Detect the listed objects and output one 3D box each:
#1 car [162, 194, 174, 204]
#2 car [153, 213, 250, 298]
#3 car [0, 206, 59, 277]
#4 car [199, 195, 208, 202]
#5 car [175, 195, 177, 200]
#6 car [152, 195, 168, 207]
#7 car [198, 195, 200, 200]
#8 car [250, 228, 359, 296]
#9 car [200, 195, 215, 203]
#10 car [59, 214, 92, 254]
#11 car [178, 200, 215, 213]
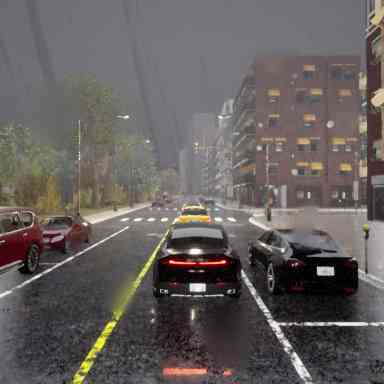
[{"bbox_3d":[-5.196,1.348,62.889,2.192,1.841,5.009,1,0,0],"label":"car"},{"bbox_3d":[0.114,1.507,8.526,1.837,1.490,4.892,0,0,0],"label":"car"},{"bbox_3d":[-5.292,1.317,7.767,2.192,1.841,5.009,1,0,0],"label":"car"},{"bbox_3d":[2.714,1.492,80.743,1.967,1.590,4.097,1,0,0],"label":"car"},{"bbox_3d":[-5.159,1.609,85.593,2.008,1.369,4.403,1,0,0],"label":"car"},{"bbox_3d":[-5.218,1.568,51.537,1.887,1.381,4.507,1,0,0],"label":"car"},{"bbox_3d":[2.693,1.621,69.376,1.802,1.307,4.206,1,0,0],"label":"car"},{"bbox_3d":[2.587,1.568,8.510,1.947,1.339,4.313,1,0,0],"label":"car"},{"bbox_3d":[2.664,1.574,52.327,2.008,1.369,4.403,1,0,0],"label":"car"},{"bbox_3d":[-5.285,1.585,13.422,1.802,1.307,4.206,1,0,0],"label":"car"},{"bbox_3d":[0.132,1.461,19.060,1.801,1.575,5.366,0,0,0],"label":"car"}]
